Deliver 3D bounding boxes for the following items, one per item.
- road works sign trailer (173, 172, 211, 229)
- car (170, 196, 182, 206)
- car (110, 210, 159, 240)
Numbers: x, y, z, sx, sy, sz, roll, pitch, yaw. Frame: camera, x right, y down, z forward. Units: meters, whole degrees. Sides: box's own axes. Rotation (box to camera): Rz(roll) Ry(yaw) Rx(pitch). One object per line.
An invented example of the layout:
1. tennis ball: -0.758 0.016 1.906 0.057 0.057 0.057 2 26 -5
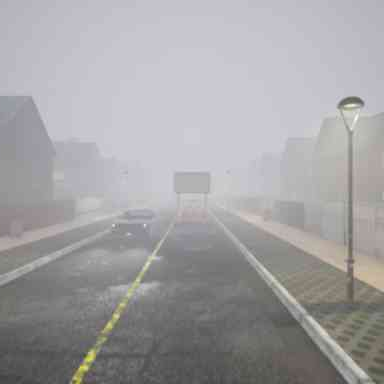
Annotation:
1. road works sign trailer: 0.006 0.473 21.595 2.380 3.560 2.880 0 0 0
2. car: -2.798 1.506 58.829 2.097 1.767 4.553 0 0 0
3. car: -2.849 1.605 17.271 1.895 1.301 4.718 0 0 0
